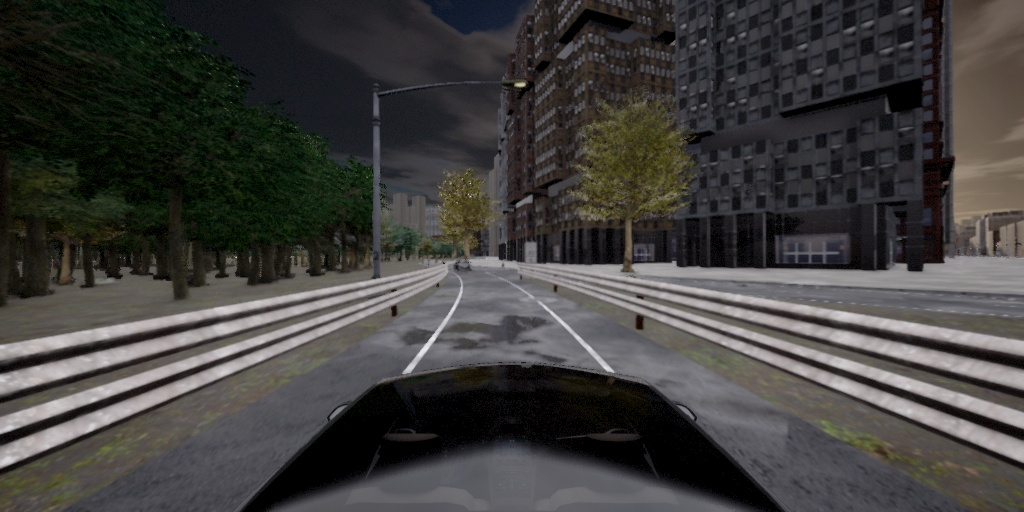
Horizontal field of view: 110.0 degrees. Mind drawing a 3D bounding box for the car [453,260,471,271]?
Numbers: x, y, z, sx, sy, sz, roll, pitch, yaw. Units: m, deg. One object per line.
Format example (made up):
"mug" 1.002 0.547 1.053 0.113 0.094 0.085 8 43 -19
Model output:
"car" -6.669 1.209 47.848 2.128 1.511 4.902 0 0 -16
